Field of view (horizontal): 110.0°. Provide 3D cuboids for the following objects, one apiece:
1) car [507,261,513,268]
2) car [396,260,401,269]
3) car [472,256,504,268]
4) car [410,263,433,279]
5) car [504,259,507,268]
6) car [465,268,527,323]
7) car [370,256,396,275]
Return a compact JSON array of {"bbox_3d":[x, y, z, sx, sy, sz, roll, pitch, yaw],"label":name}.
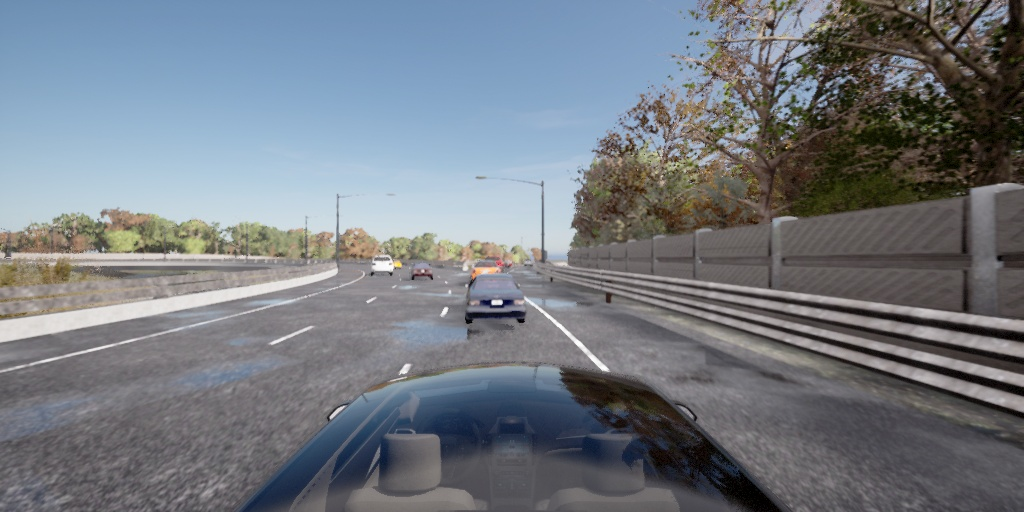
[{"bbox_3d":[-0.908,1.357,56.727,1.895,1.301,4.718,0,0,7],"label":"car"},{"bbox_3d":[-18.968,1.257,56.774,1.882,1.535,5.008,0,0,-30],"label":"car"},{"bbox_3d":[-1.852,1.107,26.124,2.097,1.767,4.553,0,0,-3],"label":"car"},{"bbox_3d":[-8.170,1.311,32.259,2.033,1.411,5.357,0,0,-17],"label":"car"},{"bbox_3d":[-2.081,0.978,42.227,2.150,2.045,5.566,0,0,2],"label":"car"},{"bbox_3d":[-0.622,1.299,12.129,2.033,1.411,5.357,0,0,-5],"label":"car"},{"bbox_3d":[-14.129,0.993,38.827,2.150,2.045,5.566,0,0,-21],"label":"car"}]
